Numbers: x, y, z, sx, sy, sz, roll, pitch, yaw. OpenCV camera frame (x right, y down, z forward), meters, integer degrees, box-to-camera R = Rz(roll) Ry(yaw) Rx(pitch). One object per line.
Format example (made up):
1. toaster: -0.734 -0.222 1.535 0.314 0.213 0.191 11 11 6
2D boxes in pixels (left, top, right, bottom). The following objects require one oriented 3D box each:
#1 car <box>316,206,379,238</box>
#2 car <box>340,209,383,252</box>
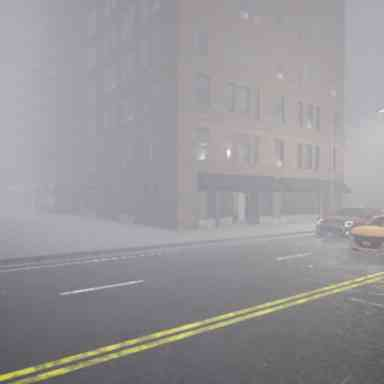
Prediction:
1. car: 8.737 1.570 17.975 4.553 1.767 2.097 1 -1 -36
2. car: 8.510 1.658 13.813 5.008 1.535 1.882 1 -1 -36
